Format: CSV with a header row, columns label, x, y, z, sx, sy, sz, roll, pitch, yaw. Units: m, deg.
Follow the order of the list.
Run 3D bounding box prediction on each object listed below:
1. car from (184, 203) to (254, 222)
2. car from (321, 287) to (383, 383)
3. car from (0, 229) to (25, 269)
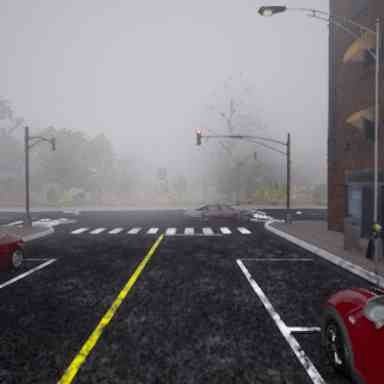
label,x,y,z,sx,sy,sz,roll,pitch,yaw
car,2.064,1.567,26.205,5.357,1.411,2.033,0,1,-8
car,2.673,1.434,2.883,1.967,1.590,4.097,-1,0,0
car,-5.803,1.562,8.350,1.802,1.307,4.206,-1,0,0
